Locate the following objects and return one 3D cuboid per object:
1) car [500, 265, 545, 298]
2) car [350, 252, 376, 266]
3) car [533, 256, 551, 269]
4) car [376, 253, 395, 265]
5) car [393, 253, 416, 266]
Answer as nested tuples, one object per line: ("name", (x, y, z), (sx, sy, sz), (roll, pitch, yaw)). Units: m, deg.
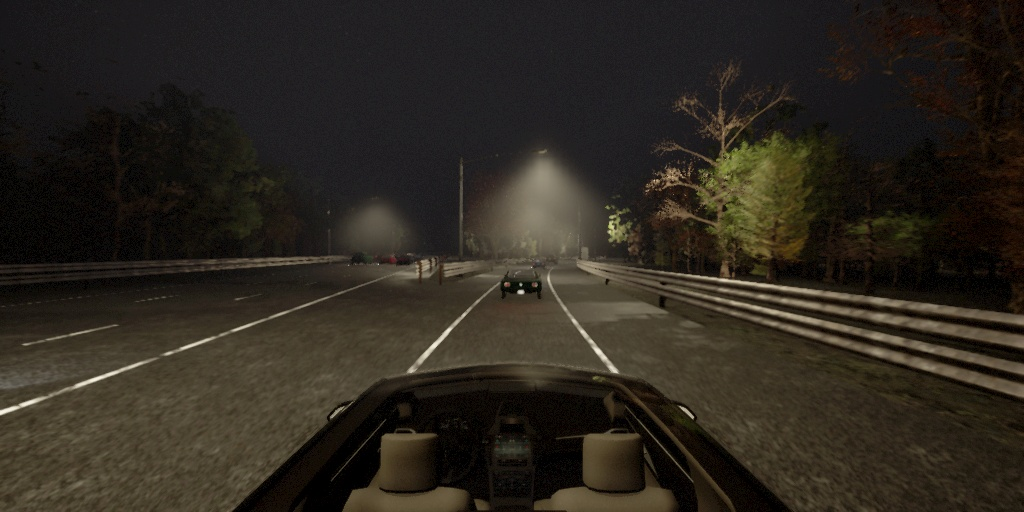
("car", (0.514, 1.286, 17.925), (1.895, 1.301, 4.718), (0, 0, 3))
("car", (-23.046, 0.386, 54.948), (2.150, 2.045, 5.566), (0, 0, -9))
("car", (3.930, 1.113, 50.523), (2.033, 1.411, 5.357), (0, 0, 9))
("car", (-19.969, 0.625, 57.882), (1.882, 1.535, 5.008), (0, 0, -9))
("car", (-15.463, 0.693, 51.838), (1.882, 1.535, 5.008), (0, 0, -9))
